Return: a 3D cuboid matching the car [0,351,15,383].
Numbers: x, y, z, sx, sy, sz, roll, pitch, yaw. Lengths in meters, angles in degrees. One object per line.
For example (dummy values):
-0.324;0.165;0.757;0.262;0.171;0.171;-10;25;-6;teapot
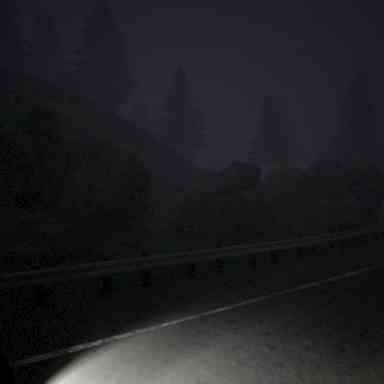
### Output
-3.087;1.552;1.615;4.181;1.385;1.994;1;0;-35;car
